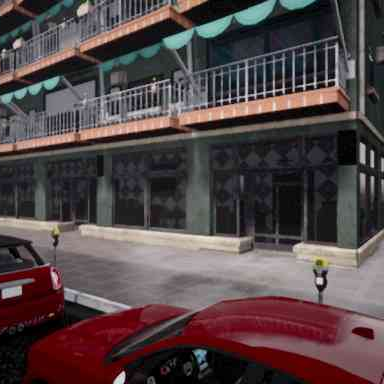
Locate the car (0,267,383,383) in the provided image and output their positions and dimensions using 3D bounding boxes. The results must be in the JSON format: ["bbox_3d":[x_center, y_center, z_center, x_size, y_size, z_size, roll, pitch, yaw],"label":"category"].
[{"bbox_3d":[0.479,1.544,2.536,4.507,1.381,1.887,0,0,36],"label":"car"}]

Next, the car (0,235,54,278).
[{"bbox_3d":[-4.106,1.434,5.814,4.097,1.590,1.967,0,0,36],"label":"car"}]
